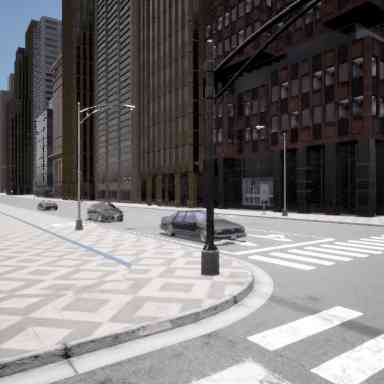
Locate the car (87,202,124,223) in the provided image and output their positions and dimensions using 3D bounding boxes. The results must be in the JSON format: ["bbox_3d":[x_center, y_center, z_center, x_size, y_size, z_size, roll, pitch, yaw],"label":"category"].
[{"bbox_3d":[-7.240,1.651,27.518,1.837,1.490,4.892,0,0,-35],"label":"car"}]

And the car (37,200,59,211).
[{"bbox_3d":[-19.672,1.792,45.270,2.033,1.411,5.357,0,0,-35],"label":"car"}]

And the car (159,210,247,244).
[{"bbox_3d":[0.311,1.627,16.817,2.033,1.411,5.357,0,0,-35],"label":"car"}]
